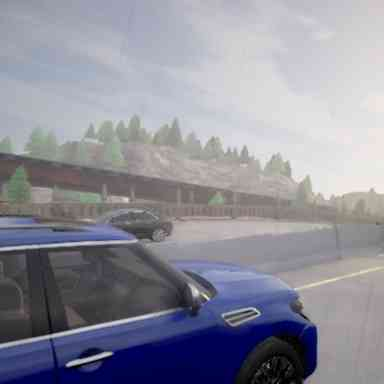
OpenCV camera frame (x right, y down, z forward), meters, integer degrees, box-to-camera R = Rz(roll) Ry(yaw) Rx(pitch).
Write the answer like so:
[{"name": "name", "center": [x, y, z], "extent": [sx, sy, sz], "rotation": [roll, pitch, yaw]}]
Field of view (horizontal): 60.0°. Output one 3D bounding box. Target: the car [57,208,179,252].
[{"name": "car", "center": [-3.121, 1.526, 14.644], "extent": [4.892, 1.490, 1.837], "rotation": [1, -1, -35]}]

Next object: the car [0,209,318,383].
[{"name": "car", "center": [-1.311, 1.224, 2.812], "extent": [5.566, 2.045, 2.150], "rotation": [0, 0, -36]}]
